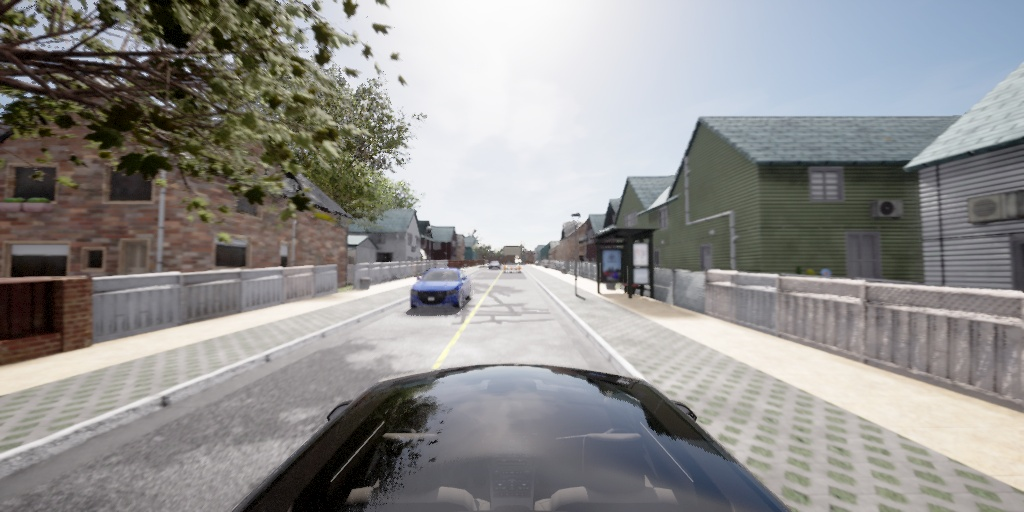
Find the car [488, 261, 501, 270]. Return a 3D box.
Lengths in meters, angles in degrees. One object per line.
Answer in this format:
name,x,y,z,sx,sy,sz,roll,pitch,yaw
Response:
car,-2.763,1.501,57.892,2.033,1.411,5.357,0,0,1

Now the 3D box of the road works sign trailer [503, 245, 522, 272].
road works sign trailer,0.016,0.348,47.661,2.380,3.560,2.880,0,0,1

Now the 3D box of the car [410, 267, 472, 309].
car,-2.842,1.239,15.121,1.882,1.535,5.008,0,0,0
